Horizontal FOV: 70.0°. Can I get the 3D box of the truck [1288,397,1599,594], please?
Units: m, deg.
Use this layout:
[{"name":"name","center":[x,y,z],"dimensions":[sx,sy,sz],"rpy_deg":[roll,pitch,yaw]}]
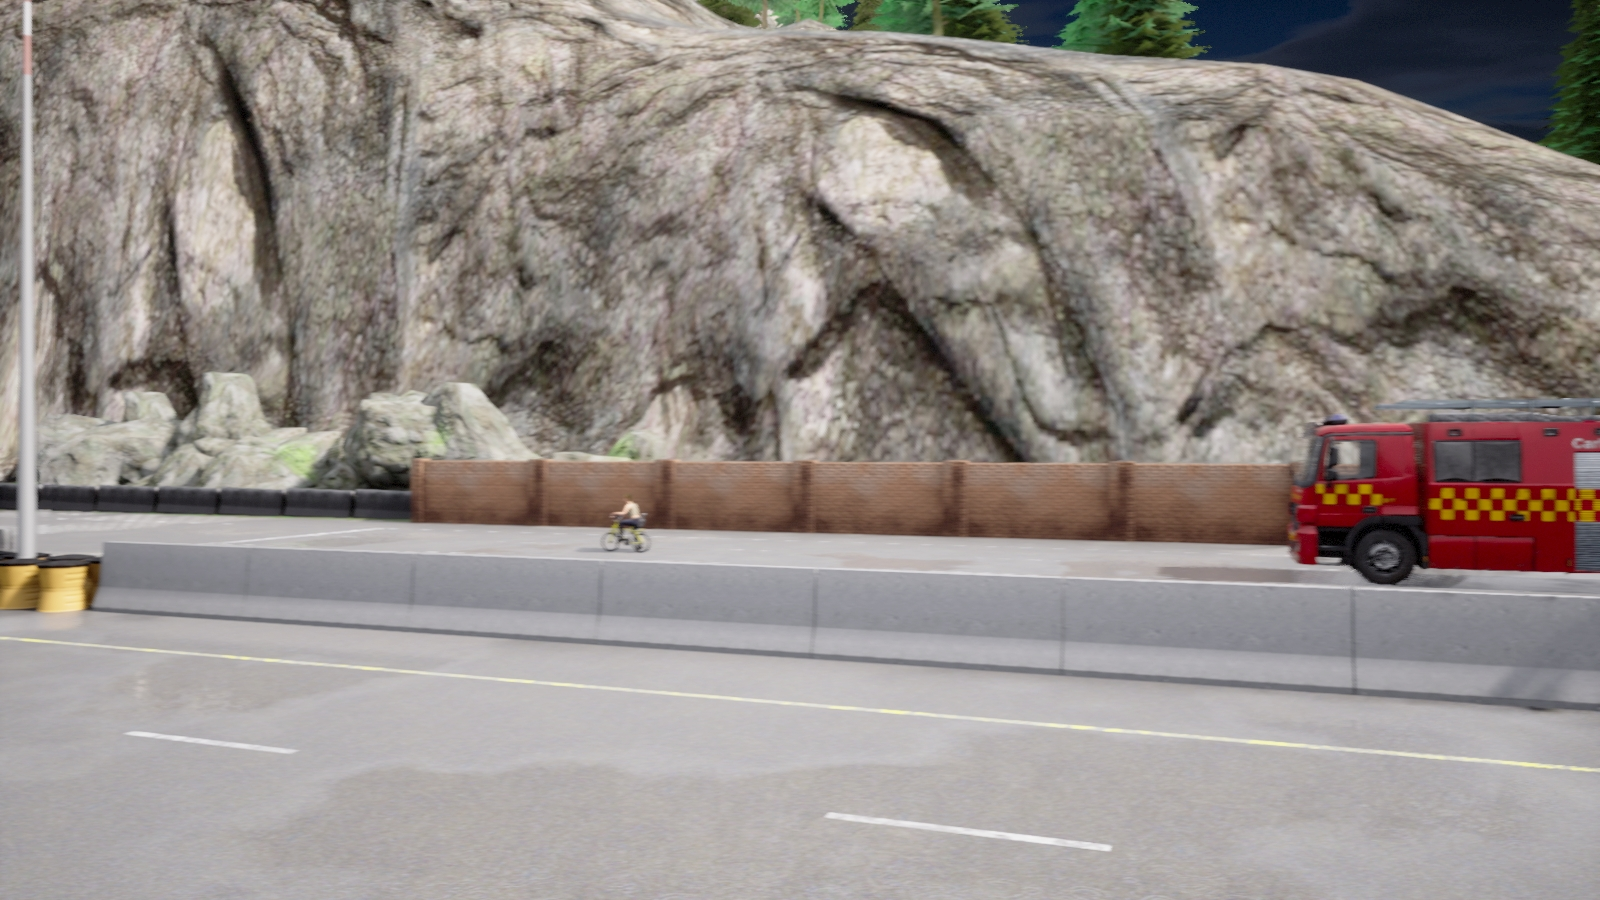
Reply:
[{"name":"truck","center":[14.900,0.886,23.899],"dimensions":[8.468,3.827,2.891],"rpy_deg":[0,0,19]}]
